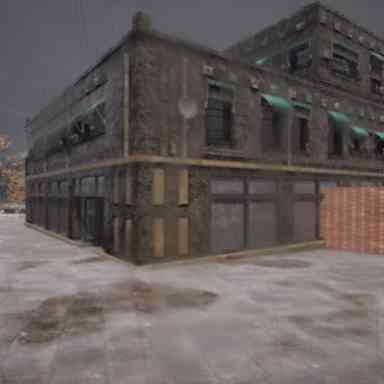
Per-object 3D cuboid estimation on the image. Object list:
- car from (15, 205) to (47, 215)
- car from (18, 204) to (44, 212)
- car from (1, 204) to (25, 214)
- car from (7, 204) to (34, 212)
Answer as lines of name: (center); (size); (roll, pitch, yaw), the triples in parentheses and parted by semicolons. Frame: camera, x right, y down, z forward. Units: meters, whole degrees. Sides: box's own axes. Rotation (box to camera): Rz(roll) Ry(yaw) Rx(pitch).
car: (-26.511, 2.914, 54.641); (4.792, 1.488, 2.163); (0, -2, 25)
car: (-33.878, 3.292, 70.068); (5.008, 1.535, 2.097); (0, -2, 25)
car: (-27.664, 2.631, 52.114); (4.553, 1.767, 2.185); (0, -3, 25)
car: (-34.864, 3.195, 67.453); (5.366, 1.575, 1.946); (0, -2, 25)
